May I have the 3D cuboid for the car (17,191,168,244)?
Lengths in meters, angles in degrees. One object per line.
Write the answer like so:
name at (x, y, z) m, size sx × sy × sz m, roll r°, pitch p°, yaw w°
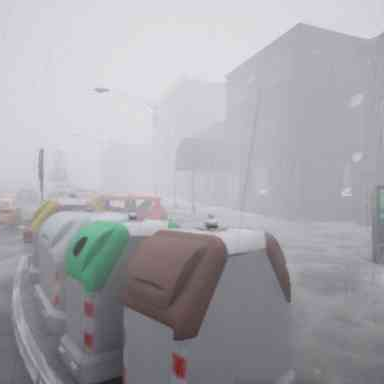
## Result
car at (-3.683, 1.147, 13.359) m, size 5.566 × 2.045 × 2.435 m, roll 0°, pitch 2°, yaw -23°

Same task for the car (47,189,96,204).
car at (-12.651, 0.458, 34.971) m, size 4.674 × 1.452 × 2.002 m, roll 0°, pitch 2°, yaw -23°

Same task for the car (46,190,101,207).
car at (-11.493, 0.580, 32.272) m, size 4.792 × 1.488 × 2.163 m, roll 0°, pitch 2°, yaw -23°

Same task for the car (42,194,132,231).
car at (-5.905, 1.082, 18.689) m, size 4.553 × 1.767 × 2.185 m, roll 0°, pitch 2°, yaw -23°

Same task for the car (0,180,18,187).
car at (-44.996, -2.099, 80.544) m, size 4.792 × 1.488 × 2.163 m, roll 0°, pitch 2°, yaw -23°

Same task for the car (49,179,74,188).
car at (-32.589, -2.177, 82.975) m, size 5.566 × 2.045 × 2.435 m, roll 0°, pitch 2°, yaw -23°

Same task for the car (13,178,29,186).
car at (-35.001, -1.921, 68.711) m, size 2.150 × 2.045 × 5.566 m, roll 0°, pitch 2°, yaw -23°

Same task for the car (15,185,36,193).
car at (-18.670, 0.258, 37.523) m, size 1.994 × 1.385 × 4.181 m, roll 0°, pitch 2°, yaw -23°

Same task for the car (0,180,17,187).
car at (-44.068, -2.007, 77.906) m, size 5.366 × 1.575 × 1.946 m, roll 0°, pitch 2°, yaw -23°

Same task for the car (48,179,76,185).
car at (-15.998, -0.230, 43.101) m, size 5.566 × 2.045 × 2.435 m, roll 0°, pitch 2°, yaw -23°

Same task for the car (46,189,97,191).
car at (-9.307, 0.811, 26.958) m, size 4.892 × 1.521 × 2.231 m, roll 0°, pitch 2°, yaw -23°

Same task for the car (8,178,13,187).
car at (-40.675, -1.624, 70.250) m, size 4.892 × 1.521 × 2.231 m, roll 0°, pitch 2°, yaw -23°

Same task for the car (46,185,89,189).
car at (-10.360, 0.558, 29.557) m, size 4.553 × 1.767 × 2.185 m, roll 0°, pitch 2°, yaw -23°

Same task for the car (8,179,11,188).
car at (-37.411, -1.242, 62.404) m, size 5.008 × 1.535 × 2.097 m, roll 0°, pitch 2°, yaw -23°

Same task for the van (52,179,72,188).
van at (-31.437, -2.025, 80.435) m, size 4.442 × 1.987 × 1.878 m, roll 0°, pitch 2°, yaw -23°

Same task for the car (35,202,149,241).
car at (-4.788, 1.313, 16.096) m, size 5.008 × 1.535 × 2.097 m, roll 0°, pitch 2°, yaw -23°

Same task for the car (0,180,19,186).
car at (-46.212, -2.259, 83.060) m, size 5.366 × 1.575 × 1.946 m, roll 0°, pitch 2°, yaw -23°

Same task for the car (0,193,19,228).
car at (-10.928, 1.080, 18.930) m, size 1.882 × 1.535 × 5.008 m, roll 0°, pitch 2°, yaw -23°

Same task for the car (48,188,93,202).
car at (-13.826, 0.320, 37.796) m, size 4.674 × 1.452 × 2.002 m, roll 0°, pitch 2°, yaw -23°

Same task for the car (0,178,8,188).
car at (-36.416, -1.248, 59.923) m, size 4.553 × 1.767 × 2.185 m, roll 0°, pitch 2°, yaw -23°

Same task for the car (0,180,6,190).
car at (-35.318, -0.956, 57.367) m, size 4.674 × 1.452 × 2.002 m, roll 0°, pitch 2°, yaw -23°

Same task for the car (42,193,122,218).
car at (-7.966, 0.946, 24.201) m, size 5.366 × 1.575 × 1.946 m, roll 0°, pitch 2°, yaw -23°
